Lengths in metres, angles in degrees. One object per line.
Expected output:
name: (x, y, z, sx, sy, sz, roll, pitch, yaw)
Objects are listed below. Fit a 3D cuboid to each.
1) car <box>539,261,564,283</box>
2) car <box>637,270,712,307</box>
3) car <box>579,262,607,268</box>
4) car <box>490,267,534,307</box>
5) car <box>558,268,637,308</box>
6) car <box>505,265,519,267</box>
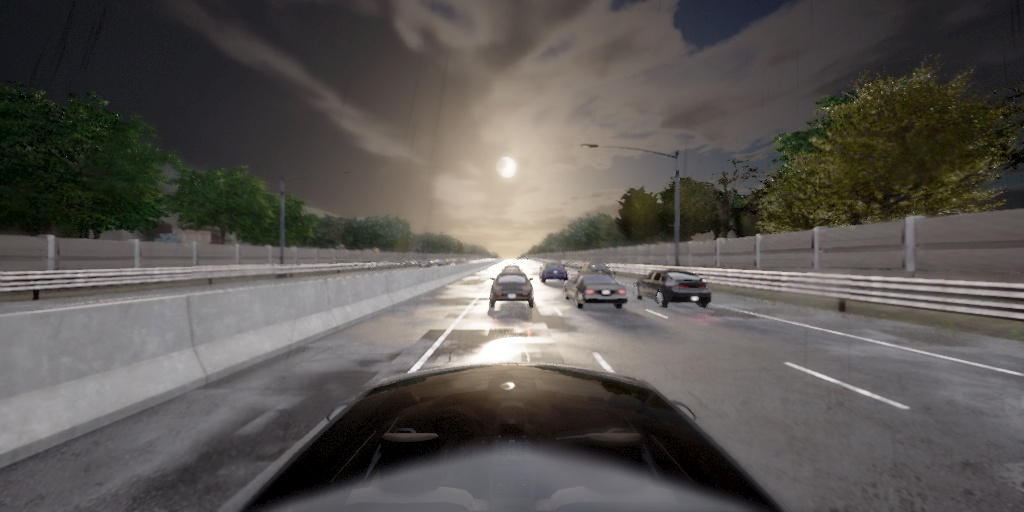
car: (3.498, 1.329, 30.928, 2.097, 1.767, 4.553, 0, -1, 0)
car: (7.002, 1.382, 16.141, 1.837, 1.490, 4.892, 0, 0, 0)
car: (6.999, 1.329, 30.928, 2.097, 1.767, 4.553, 0, -1, 0)
car: (0.002, 1.399, 16.220, 1.812, 1.442, 4.674, 0, 0, 0)
car: (3.499, 1.418, 15.845, 2.033, 1.411, 5.357, 0, 0, 0)
car: (0.000, 1.507, 31.228, 1.812, 1.442, 4.674, 0, 0, 0)
